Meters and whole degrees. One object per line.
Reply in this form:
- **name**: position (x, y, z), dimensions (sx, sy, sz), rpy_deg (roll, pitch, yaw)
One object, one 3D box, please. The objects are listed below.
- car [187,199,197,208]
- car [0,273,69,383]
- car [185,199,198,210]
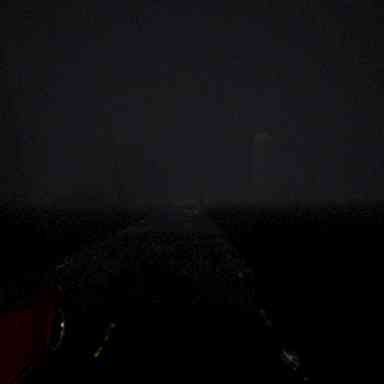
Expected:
- **car**: position (-0.057, 2.161, 64.089), dimensions (1.882, 1.535, 5.008), rpy_deg (0, -1, 0)
- **car**: position (-2.846, 1.598, 3.349), dimensions (1.994, 1.385, 4.181), rpy_deg (0, -1, 0)
- **car**: position (-0.047, 2.043, 53.666), dimensions (1.882, 1.535, 5.008), rpy_deg (0, -1, 0)
